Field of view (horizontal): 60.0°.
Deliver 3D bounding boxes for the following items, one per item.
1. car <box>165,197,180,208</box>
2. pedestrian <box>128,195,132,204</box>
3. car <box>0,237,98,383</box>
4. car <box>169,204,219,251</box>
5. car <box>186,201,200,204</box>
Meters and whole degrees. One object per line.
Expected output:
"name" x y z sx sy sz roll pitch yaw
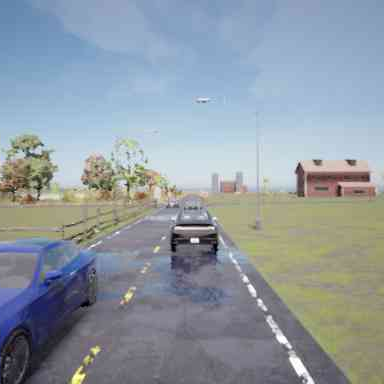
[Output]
"car" -2.745 1.533 48.103 2.128 1.511 4.902 0 0 0
"pedestrian" -12.152 1.457 64.718 0.375 1.860 0.375 0 1 0
"car" -2.860 1.528 5.290 1.812 1.442 4.674 0 0 0
"car" 0.100 1.499 14.168 2.128 1.511 4.902 0 0 0
"car" 0.102 1.620 34.229 1.895 1.301 4.718 0 0 0
